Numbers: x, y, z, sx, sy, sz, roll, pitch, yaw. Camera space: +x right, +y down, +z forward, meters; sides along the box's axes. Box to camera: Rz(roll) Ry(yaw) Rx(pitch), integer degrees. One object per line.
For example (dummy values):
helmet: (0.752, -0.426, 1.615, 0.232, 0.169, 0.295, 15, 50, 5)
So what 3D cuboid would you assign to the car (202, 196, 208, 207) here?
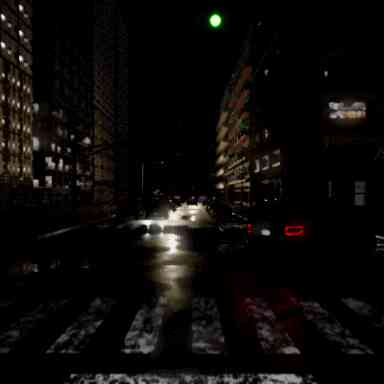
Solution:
car: (2.677, 1.663, 42.162, 1.967, 1.590, 4.097, 0, 0, 0)

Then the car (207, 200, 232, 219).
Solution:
car: (2.680, 1.707, 31.106, 1.887, 1.381, 4.507, 0, 0, 0)

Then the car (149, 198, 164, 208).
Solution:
car: (-5.705, 1.726, 53.217, 1.967, 1.590, 4.097, 0, 0, 0)

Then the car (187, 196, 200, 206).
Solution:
car: (-0.010, 1.811, 60.990, 1.882, 1.535, 5.008, 0, 0, 0)

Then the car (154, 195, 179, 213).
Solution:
car: (-3.087, 1.440, 41.554, 2.150, 2.045, 5.566, 0, 0, 0)

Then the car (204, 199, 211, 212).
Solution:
car: (2.679, 1.737, 36.633, 1.887, 1.381, 4.507, 0, 0, 0)

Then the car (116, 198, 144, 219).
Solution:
car: (-5.701, 1.477, 31.107, 2.192, 1.841, 5.009, 0, 0, 0)

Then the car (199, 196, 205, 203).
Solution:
car: (2.675, 1.886, 58.744, 1.947, 1.339, 4.313, 0, 0, 0)

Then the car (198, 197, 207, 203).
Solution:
car: (2.671, 2.042, 86.381, 2.008, 1.369, 4.403, 0, 0, 0)

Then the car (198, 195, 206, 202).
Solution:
car: (2.668, 1.843, 91.911, 2.192, 1.841, 5.009, 0, 0, 0)

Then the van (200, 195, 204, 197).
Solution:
van: (2.672, 1.763, 75.327, 1.690, 1.788, 3.998, 0, 0, 0)

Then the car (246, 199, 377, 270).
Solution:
car: (4.232, 1.264, 11.540, 5.566, 2.045, 2.150, -1, -2, -40)

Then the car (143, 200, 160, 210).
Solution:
car: (-5.703, 1.820, 47.688, 1.947, 1.339, 4.313, 0, 0, 0)

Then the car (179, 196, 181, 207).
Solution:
car: (-3.034, 1.537, 57.699, 2.150, 2.045, 5.566, 0, -1, 0)

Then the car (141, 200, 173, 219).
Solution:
car: (-3.090, 1.722, 30.444, 1.994, 1.385, 4.181, 0, 0, 1)

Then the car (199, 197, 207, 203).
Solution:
car: (2.672, 2.001, 80.854, 1.887, 1.381, 4.507, 0, 0, 0)

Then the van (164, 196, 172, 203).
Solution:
van: (-5.710, 1.797, 80.855, 1.690, 1.788, 3.998, 0, 0, 0)
